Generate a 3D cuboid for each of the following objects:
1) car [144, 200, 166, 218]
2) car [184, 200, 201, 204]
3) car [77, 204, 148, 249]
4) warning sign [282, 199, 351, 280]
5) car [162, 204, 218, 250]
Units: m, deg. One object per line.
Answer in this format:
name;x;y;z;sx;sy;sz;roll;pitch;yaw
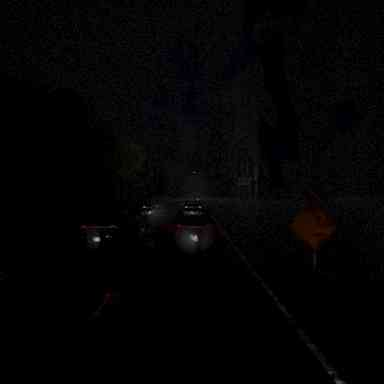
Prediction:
car;-3.429;1.466;29.920;2.128;1.511;4.902;0;0;0
car;0.071;1.466;29.907;2.128;1.511;4.902;0;0;0
car;-3.423;1.481;14.389;2.128;1.511;4.902;0;0;0
warning sign;3.044;1.109;8.270;1.300;1.860;1.060;0;0;0
car;0.077;1.480;14.384;2.128;1.511;4.902;0;0;0
